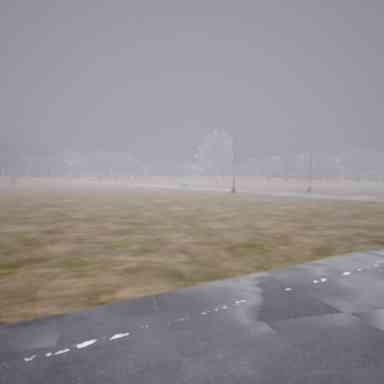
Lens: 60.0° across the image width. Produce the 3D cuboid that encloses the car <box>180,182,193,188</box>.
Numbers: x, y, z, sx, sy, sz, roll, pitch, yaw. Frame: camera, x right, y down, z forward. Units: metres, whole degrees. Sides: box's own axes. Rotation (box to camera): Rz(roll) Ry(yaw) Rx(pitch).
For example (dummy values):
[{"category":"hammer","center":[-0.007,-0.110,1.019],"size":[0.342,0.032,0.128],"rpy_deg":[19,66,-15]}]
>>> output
[{"category":"car","center":[-1.373,-1.709,84.670],"size":[2.128,1.511,4.902],"rpy_deg":[0,3,-28]}]
